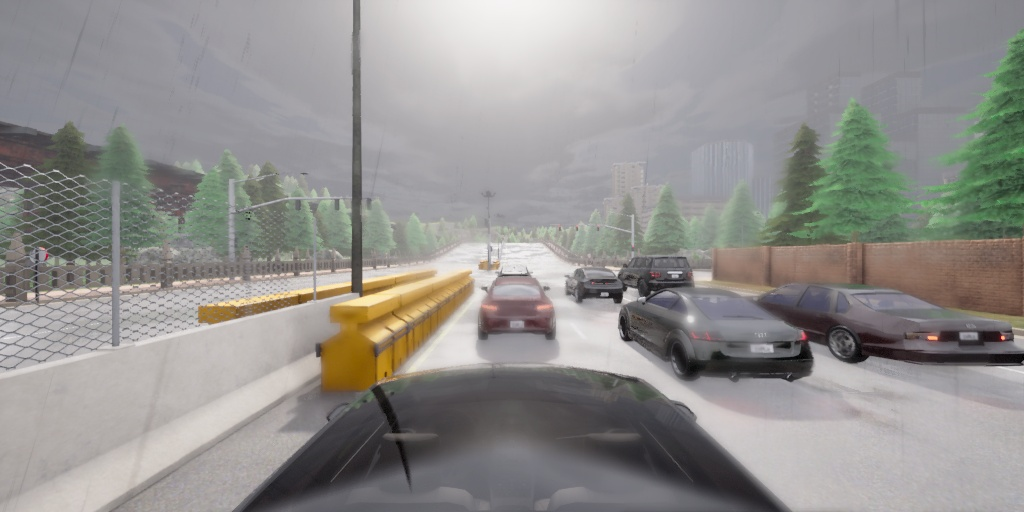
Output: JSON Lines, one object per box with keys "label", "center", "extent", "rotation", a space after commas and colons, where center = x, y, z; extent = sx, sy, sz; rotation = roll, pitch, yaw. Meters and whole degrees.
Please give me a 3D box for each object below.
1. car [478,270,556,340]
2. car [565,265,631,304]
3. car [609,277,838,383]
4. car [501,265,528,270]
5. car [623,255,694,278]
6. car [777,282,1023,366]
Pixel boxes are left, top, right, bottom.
{"label": "car", "center": [0.112, 1.276, 9.851], "extent": [1.812, 1.442, 4.674], "rotation": [0, 0, 0]}
{"label": "car", "center": [3.618, 1.255, 16.387], "extent": [1.837, 1.490, 4.892], "rotation": [0, 0, 0]}
{"label": "car", "center": [3.612, 1.314, 7.220], "extent": [1.994, 1.385, 4.181], "rotation": [0, 0, -1]}
{"label": "car", "center": [0.123, 1.241, 19.097], "extent": [2.128, 1.511, 4.902], "rotation": [0, 0, 0]}
{"label": "car", "center": [7.120, 0.972, 18.326], "extent": [2.150, 2.045, 5.566], "rotation": [0, 0, 0]}
{"label": "car", "center": [7.109, 1.297, 8.084], "extent": [2.033, 1.411, 5.357], "rotation": [0, 0, 0]}
